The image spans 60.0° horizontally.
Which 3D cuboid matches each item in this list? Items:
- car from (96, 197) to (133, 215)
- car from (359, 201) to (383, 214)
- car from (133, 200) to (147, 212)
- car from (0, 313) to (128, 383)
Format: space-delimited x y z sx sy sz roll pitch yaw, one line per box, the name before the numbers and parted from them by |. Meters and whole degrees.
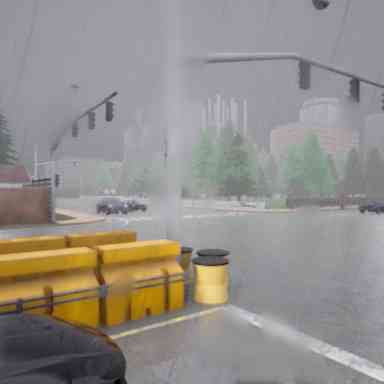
car | -8.153 1.355 33.847 2.097 1.767 4.553 0 0 -33
car | 19.726 1.609 35.343 4.718 1.301 1.895 0 0 -34
car | -6.923 1.605 38.340 1.895 1.301 4.718 0 0 -33
car | -2.775 1.477 1.806 5.008 1.535 1.882 0 0 -36
